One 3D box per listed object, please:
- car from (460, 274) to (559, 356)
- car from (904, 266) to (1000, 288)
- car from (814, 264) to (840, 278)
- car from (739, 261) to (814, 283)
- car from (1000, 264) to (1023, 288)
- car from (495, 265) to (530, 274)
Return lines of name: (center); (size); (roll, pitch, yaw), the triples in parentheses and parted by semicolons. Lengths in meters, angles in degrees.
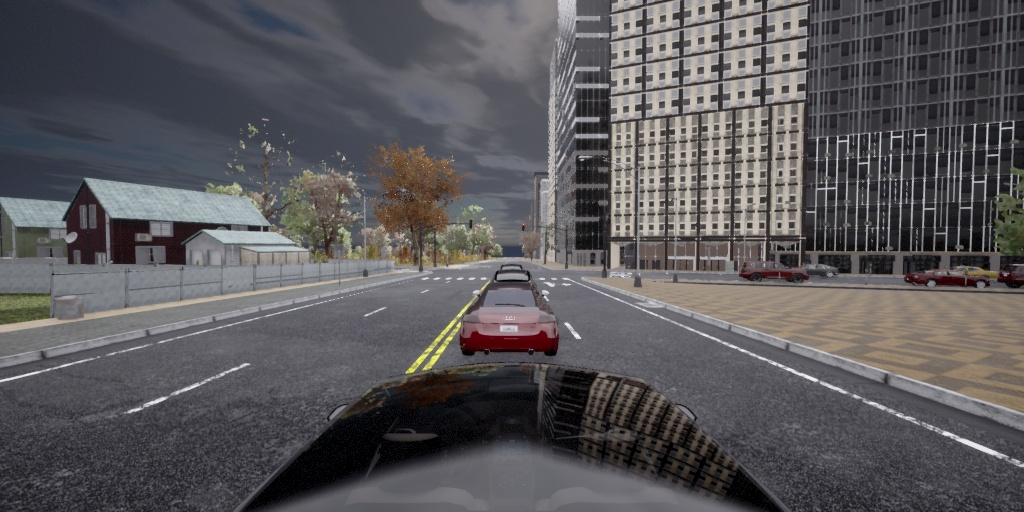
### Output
car: (-0.033, 1.311, 8.630); (1.994, 1.385, 4.181); (0, 0, 1)
car: (33.625, 1.715, 27.823); (4.507, 1.381, 1.888); (0, 0, 20)
car: (31.000, 1.469, 37.166); (4.403, 1.370, 2.007); (0, 0, 20)
car: (22.974, 1.394, 31.707); (5.009, 1.841, 2.192); (0, 0, 20)
car: (38.951, 1.531, 25.881); (5.009, 1.841, 2.192); (0, 0, 20)
car: (0.028, 1.250, 14.016); (1.837, 1.490, 4.892); (0, 0, 0)
